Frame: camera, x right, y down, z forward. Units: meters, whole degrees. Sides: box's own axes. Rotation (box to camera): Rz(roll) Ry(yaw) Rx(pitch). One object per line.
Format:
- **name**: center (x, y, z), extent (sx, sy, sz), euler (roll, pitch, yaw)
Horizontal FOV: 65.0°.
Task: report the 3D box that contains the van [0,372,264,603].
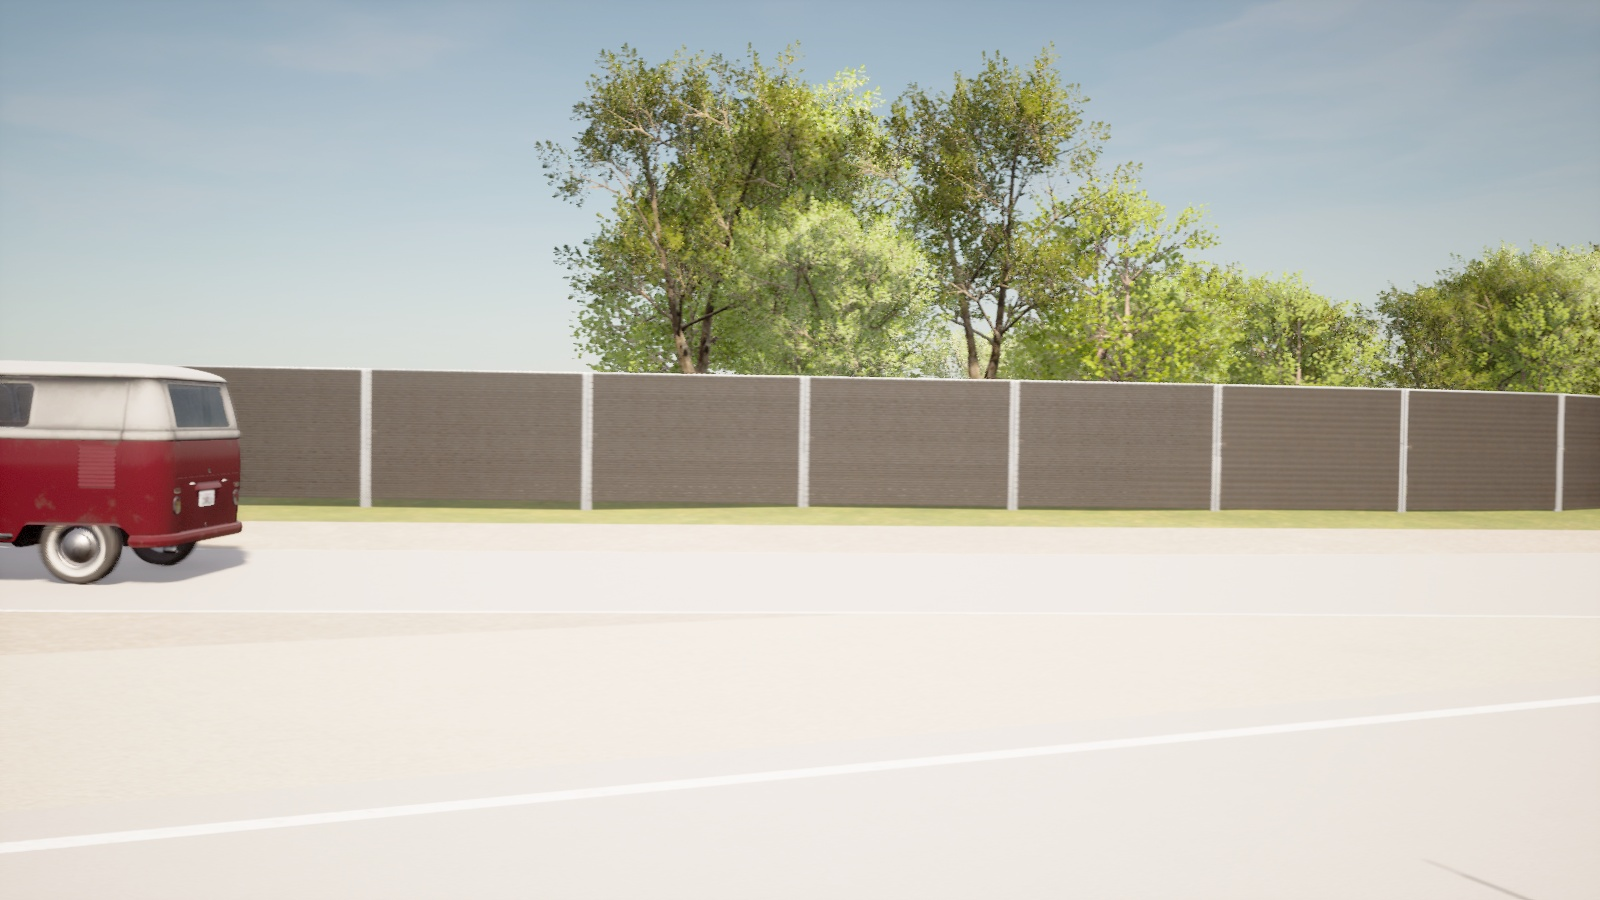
- **van**: center (-7.597, 0.311, 11.679), extent (4.442, 1.987, 1.775), euler (0, 1, -1)
